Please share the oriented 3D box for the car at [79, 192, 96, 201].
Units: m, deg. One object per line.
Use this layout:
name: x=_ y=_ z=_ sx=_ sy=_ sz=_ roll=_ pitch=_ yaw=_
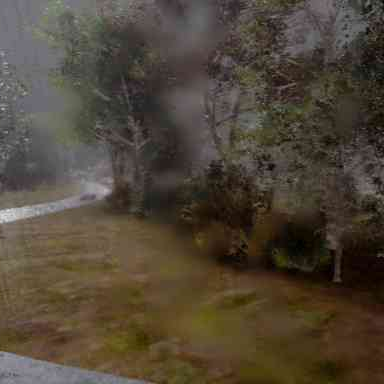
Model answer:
car: x=-16.447 y=0.662 z=52.712 sx=1.895 sy=1.301 sz=4.718 roll=-1 pitch=2 yaw=-8
